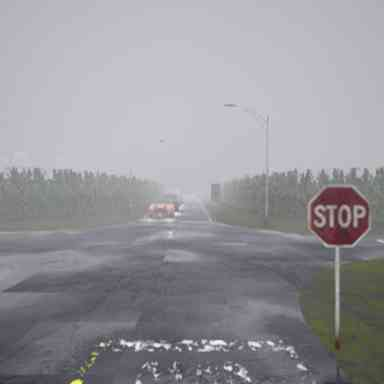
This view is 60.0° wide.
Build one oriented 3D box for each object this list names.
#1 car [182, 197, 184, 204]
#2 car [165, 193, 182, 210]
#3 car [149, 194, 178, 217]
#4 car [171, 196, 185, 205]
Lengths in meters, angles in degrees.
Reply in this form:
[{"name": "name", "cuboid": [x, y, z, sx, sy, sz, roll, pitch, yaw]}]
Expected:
[{"name": "car", "cuboid": [-2.635, 1.500, 50.563, 1.812, 1.442, 4.674, 0, 0, 1]}, {"name": "car", "cuboid": [-2.684, 1.205, 40.495, 2.150, 2.045, 5.566, 0, 0, 0]}, {"name": "car", "cuboid": [-2.727, 1.341, 30.786, 2.097, 1.767, 4.553, 0, 0, 0]}, {"name": "car", "cuboid": [-2.522, 1.454, 61.005, 2.128, 1.511, 4.902, 0, 0, 1]}]
